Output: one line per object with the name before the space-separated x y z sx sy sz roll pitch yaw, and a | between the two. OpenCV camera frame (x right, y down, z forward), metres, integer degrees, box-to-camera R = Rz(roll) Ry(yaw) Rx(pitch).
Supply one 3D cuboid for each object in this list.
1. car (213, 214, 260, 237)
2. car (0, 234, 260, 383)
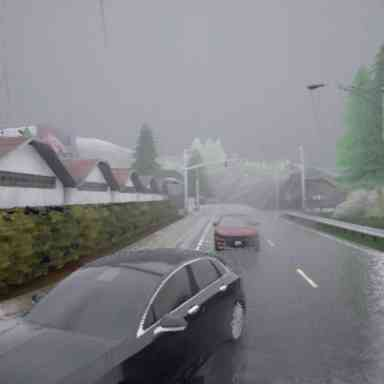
car | 2.046 1.772 15.540 1.882 1.535 5.008 -1 -1 6
car | -0.727 1.618 4.372 1.837 1.490 4.892 -1 -1 27
